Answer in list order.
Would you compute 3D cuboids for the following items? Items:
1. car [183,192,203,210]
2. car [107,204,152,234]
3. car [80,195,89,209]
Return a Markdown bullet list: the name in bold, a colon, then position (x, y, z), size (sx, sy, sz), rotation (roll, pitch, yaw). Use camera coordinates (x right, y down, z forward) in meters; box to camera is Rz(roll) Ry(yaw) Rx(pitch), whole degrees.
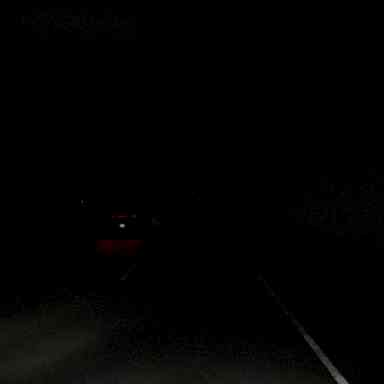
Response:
- **car**: position (0.134, 1.050, 40.151), size (2.150, 2.045, 5.566), rotation (0, 1, 0)
- **car**: position (-3.384, 1.411, 18.576), size (2.128, 1.511, 4.902), rotation (0, 0, 0)
- **car**: position (-14.053, 1.173, 41.768), size (2.097, 1.767, 4.553), rotation (0, 0, 0)
